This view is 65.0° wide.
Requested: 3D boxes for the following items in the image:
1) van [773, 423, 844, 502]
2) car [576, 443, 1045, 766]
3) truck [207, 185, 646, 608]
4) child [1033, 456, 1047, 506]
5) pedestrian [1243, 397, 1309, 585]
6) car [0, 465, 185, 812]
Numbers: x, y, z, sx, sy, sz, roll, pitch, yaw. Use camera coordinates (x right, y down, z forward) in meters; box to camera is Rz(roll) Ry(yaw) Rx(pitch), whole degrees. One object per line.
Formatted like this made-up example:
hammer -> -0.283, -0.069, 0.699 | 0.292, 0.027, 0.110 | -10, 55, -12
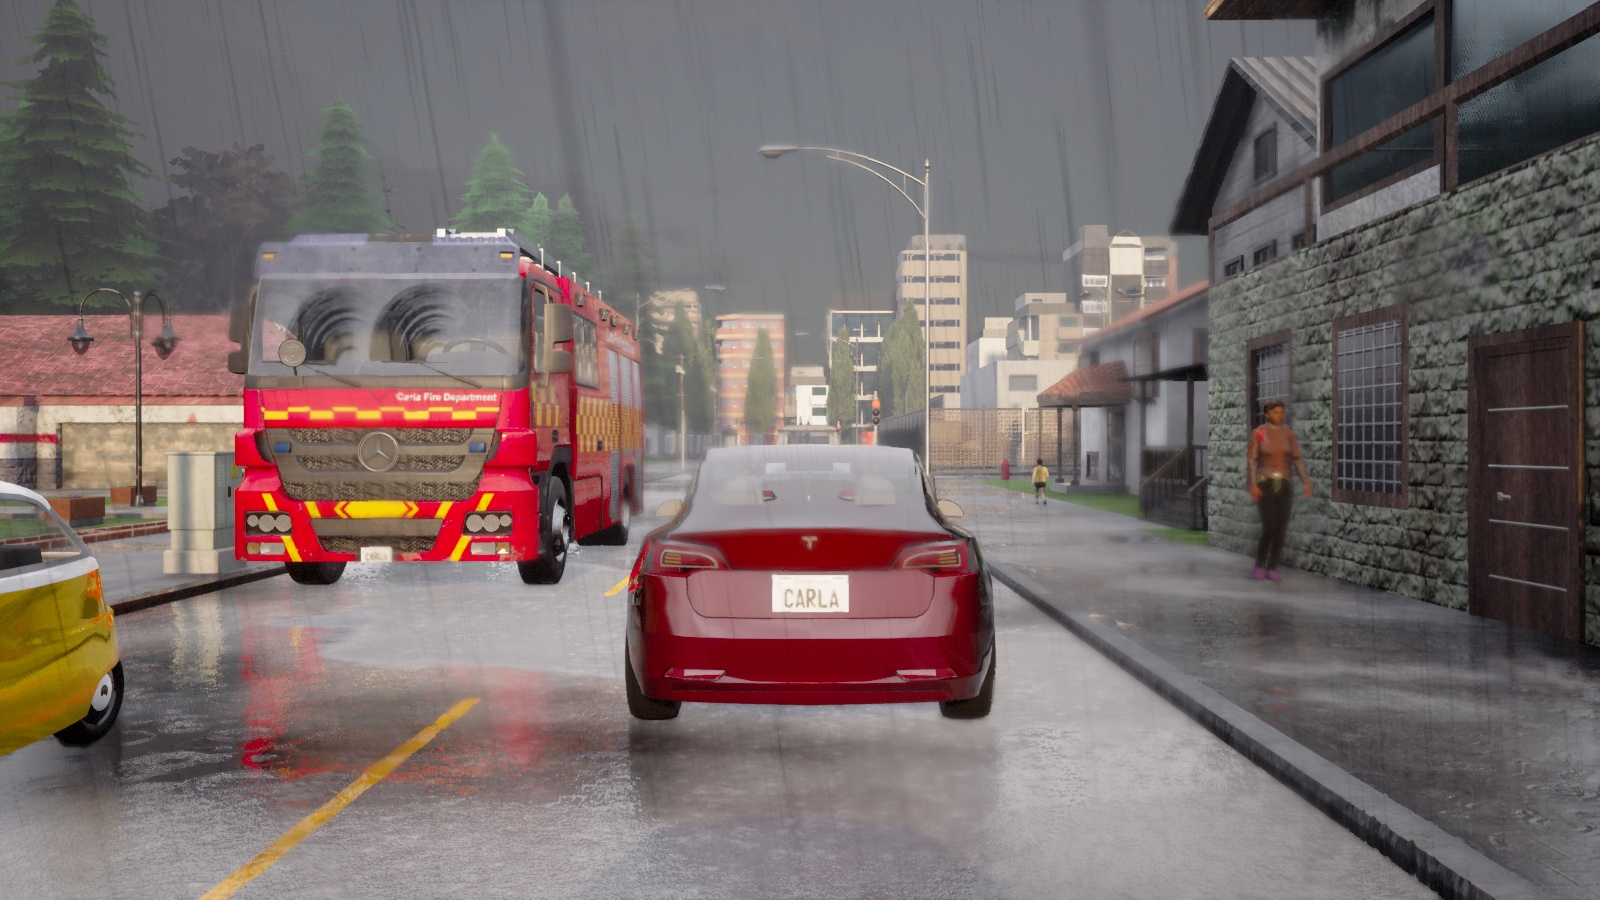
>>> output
van -> 0.212, 0.308, 33.971 | 1.775, 1.987, 4.442 | 0, 0, 0
car -> 0.061, 0.700, 8.198 | 2.163, 1.488, 4.792 | 0, 0, 0
truck -> -3.897, -0.509, 15.604 | 2.891, 3.827, 8.468 | 0, 0, 0
child -> 5.387, 0.681, 28.186 | 0.255, 1.110, 0.394 | 0, 0, 0
pedestrian -> 4.713, 0.390, 12.469 | 0.328, 1.805, 0.869 | 0, 0, 1
car -> -3.954, 0.767, 5.450 | 1.481, 1.376, 2.207 | 0, 0, 0
